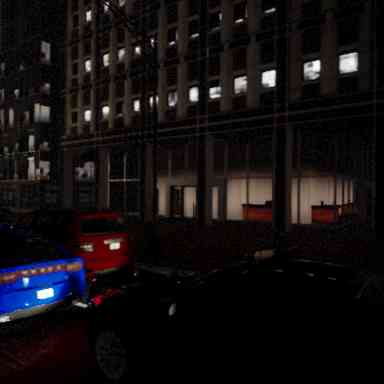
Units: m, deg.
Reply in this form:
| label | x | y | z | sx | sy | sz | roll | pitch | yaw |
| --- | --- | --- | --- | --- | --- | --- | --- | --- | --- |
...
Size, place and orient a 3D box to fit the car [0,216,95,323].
| label | x | y | z | sx | sy | sz | roll | pitch | yaw |
| --- | --- | --- | --- | --- | --- | --- | --- | --- | --- |
| car | -4.218 | 1.515 | 7.104 | 5.008 | 1.535 | 1.882 | 0 | 0 | 42 |

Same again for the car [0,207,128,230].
| label | x | y | z | sx | sy | sz | roll | pitch | yaw |
| --- | --- | --- | --- | --- | --- | --- | --- | --- | --- |
| car | -3.769 | 1.367 | 9.295 | 5.009 | 1.841 | 2.192 | 0 | 0 | 36 |

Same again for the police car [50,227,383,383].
| label | x | y | z | sx | sy | sz | roll | pitch | yaw |
| --- | --- | --- | --- | --- | --- | --- | --- | --- | --- |
| police car | 0.782 | 1.453 | 3.799 | 5.238 | 1.638 | 1.930 | 0 | 0 | 36 |
